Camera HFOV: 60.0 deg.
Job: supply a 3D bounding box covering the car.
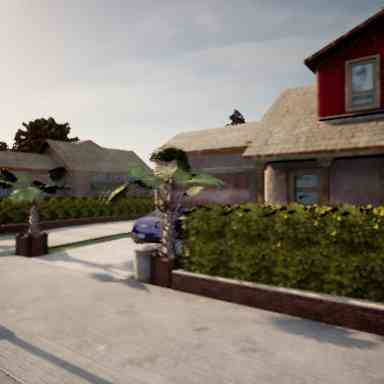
[{"bbox_3d":[-0.787,1.235,13.214,1.845,1.501,3.633,0,0,33],"label":"car"}]
